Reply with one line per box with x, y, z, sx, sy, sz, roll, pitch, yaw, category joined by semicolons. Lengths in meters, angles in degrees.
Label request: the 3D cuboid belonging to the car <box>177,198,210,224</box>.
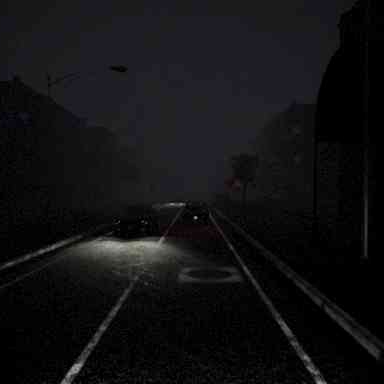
0.250;1.439;23.985;2.128;1.511;4.902;0;0;0;car

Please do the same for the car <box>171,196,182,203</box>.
-2.669;1.359;59.711;1.895;1.301;4.718;0;0;1;car

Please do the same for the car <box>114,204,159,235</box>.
-2.983;1.443;18.661;1.882;1.535;5.008;0;0;0;car

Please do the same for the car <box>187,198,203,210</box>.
0.360;1.455;42.601;1.895;1.301;4.718;0;0;0;car
